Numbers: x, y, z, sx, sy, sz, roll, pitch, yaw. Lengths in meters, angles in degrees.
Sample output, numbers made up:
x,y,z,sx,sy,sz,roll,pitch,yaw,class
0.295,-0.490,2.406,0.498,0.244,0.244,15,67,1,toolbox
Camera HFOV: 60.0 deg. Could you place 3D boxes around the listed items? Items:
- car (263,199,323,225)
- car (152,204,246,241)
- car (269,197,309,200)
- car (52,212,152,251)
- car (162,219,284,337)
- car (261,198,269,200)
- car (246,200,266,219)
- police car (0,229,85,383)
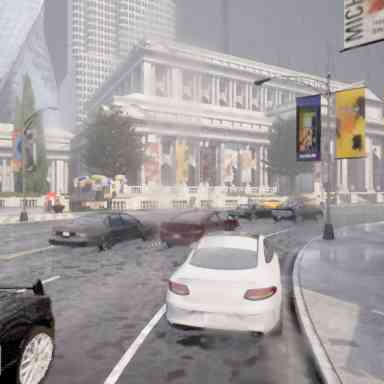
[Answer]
x,y,z,sx,sy,sz,roll,pitch,yaw,class
7.721,1.494,24.244,4.902,1.511,2.128,0,0,-43,car
0.547,1.477,14.405,1.882,1.535,5.008,0,0,26,car
10.857,1.353,35.271,4.553,1.767,2.097,0,0,-30,car
-3.488,1.546,14.192,2.033,1.411,5.357,0,0,24,car
0.836,1.525,6.696,1.812,1.442,4.674,0,0,13,car
8.482,1.478,37.908,5.008,1.535,1.882,0,0,-31,car
4.971,1.602,26.484,4.718,1.301,1.895,0,0,-43,car
-2.791,1.424,2.347,1.930,1.638,5.238,0,0,5,police car
